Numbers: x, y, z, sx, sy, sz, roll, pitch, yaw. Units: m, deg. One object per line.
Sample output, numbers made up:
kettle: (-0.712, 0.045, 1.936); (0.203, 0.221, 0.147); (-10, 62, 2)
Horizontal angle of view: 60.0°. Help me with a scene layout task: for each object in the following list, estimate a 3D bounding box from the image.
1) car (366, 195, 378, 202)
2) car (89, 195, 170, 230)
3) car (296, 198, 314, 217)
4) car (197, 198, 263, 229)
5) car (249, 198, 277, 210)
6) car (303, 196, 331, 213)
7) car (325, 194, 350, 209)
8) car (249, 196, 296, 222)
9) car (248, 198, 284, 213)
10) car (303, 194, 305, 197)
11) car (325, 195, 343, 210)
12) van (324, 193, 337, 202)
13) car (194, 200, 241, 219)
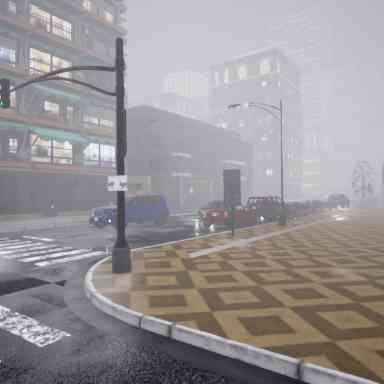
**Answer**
car: (35.662, 1.334, 65.782); (1.887, 1.381, 4.507); (-1, 0, 36)
car: (-3.823, 1.209, 21.321); (2.150, 2.045, 5.566); (-1, 0, 38)
car: (9.109, 1.471, 29.768); (1.802, 1.307, 4.206); (-1, 0, 36)
car: (2.470, 1.353, 20.765); (1.967, 1.590, 4.097); (-1, 0, 36)
car: (9.304, 1.489, 43.311); (1.752, 1.417, 4.829); (-1, 0, 36)
car: (12.428, 1.421, 34.270); (1.887, 1.381, 4.507); (-1, 0, 36)
car: (19.064, 1.167, 43.274); (2.192, 1.841, 5.009); (-1, 0, 36)
car: (5.787, 1.216, 25.268); (2.192, 1.841, 5.009); (-1, 0, 36)
car: (8.583, 1.490, 38.164); (2.033, 1.411, 5.357); (-1, 0, 37)
car: (22.581, 1.440, 61.318); (1.752, 1.417, 4.829); (-1, 0, 36)
car: (15.747, 1.415, 38.772); (2.008, 1.369, 4.403); (-1, 0, 36)
van: (29.318, 1.229, 70.459); (1.690, 1.788, 3.998); (-1, 0, 36)
car: (2.356, 1.470, 29.731); (1.837, 1.490, 4.892); (-1, 0, 37)
